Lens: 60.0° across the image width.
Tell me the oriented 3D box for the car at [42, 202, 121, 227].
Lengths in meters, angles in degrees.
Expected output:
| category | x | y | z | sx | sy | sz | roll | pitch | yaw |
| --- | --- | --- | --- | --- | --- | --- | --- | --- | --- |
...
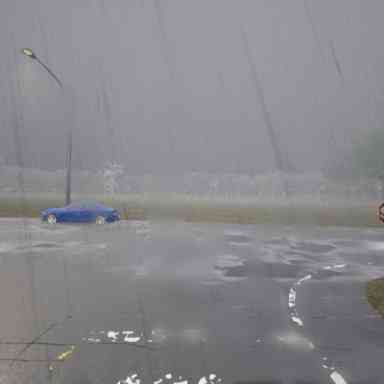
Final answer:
| category | x | y | z | sx | sy | sz | roll | pitch | yaw |
| --- | --- | --- | --- | --- | --- | --- | --- | --- | --- |
| car | -7.230 | 1.378 | 21.925 | 5.008 | 1.535 | 1.882 | 1 | 1 | 0 |
